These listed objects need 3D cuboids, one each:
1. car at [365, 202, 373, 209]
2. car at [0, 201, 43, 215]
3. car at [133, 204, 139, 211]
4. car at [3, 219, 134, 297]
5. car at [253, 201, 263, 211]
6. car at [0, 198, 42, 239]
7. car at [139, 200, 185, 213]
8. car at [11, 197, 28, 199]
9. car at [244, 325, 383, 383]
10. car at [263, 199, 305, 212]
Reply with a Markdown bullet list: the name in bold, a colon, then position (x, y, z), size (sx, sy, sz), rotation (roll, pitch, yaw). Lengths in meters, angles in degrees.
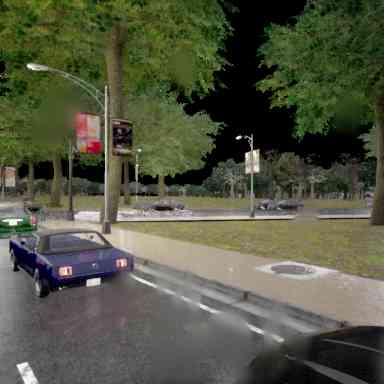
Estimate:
- **car**: position (28.400, 1.839, 49.856), size (4.902, 1.511, 2.128), rotation (1, 0, -14)
- **car**: position (-18.294, 1.650, 34.648), size (4.718, 1.301, 1.895), rotation (0, 0, -14)
- **car**: position (-5.184, 1.692, 41.363), size (4.181, 1.385, 1.994), rotation (0, 0, -15)
- **car**: position (-3.419, 1.601, 8.719), size (1.895, 1.301, 4.718), rotation (0, 0, -38)
- **car**: position (10.568, 1.727, 45.385), size (4.892, 1.490, 1.837), rotation (0, 0, -14)
- **car**: position (-8.909, 1.352, 15.837), size (2.097, 1.767, 4.553), rotation (0, 0, -38)
- **car**: position (-3.284, 1.627, 38.490), size (4.902, 1.511, 2.128), rotation (0, 0, -14)
- **car**: position (-20.568, 1.391, 37.774), size (4.553, 1.767, 2.097), rotation (0, 0, -7)
- **car**: position (2.352, 1.478, 1.244), size (1.882, 1.535, 5.008), rotation (0, 0, -38)
- **car**: position (11.985, 1.732, 42.391), size (4.892, 1.490, 1.837), rotation (1, 0, -14)
